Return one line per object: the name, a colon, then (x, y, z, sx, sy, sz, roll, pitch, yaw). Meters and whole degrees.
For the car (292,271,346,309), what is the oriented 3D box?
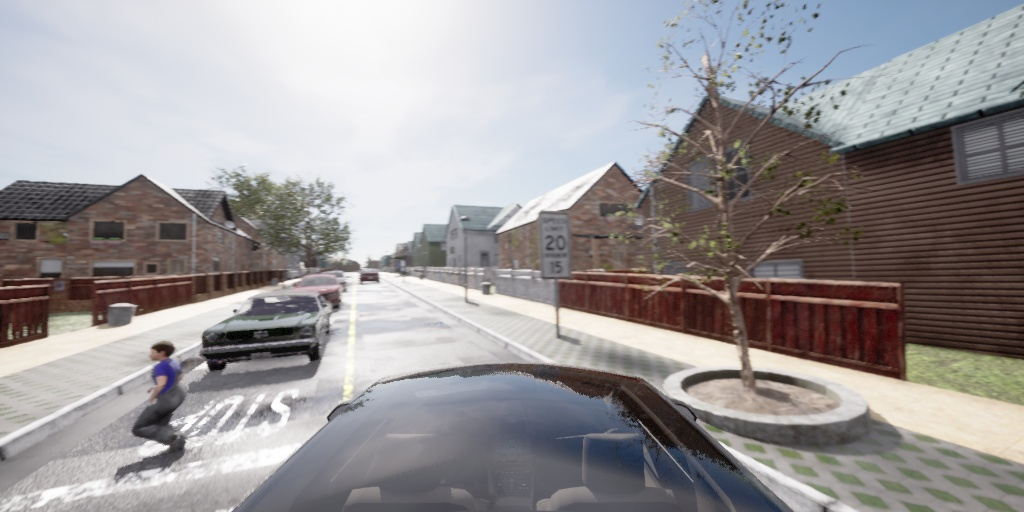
car: (-9.087, 1.617, 16.954, 1.882, 1.535, 5.008, -1, -1, -23)

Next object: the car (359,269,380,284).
car: (-14.893, 2.082, 37.550, 1.882, 1.535, 5.008, -1, -1, -23)

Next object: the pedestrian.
pedestrian: (-3.599, 1.408, 3.744, 0.375, 1.300, 0.375, 3, -5, -23)

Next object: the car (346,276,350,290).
car: (-13.341, 1.887, 26.802, 1.837, 1.490, 4.892, -1, -1, -23)

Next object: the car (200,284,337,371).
car: (-5.415, 1.539, 8.502, 1.895, 1.301, 4.718, -1, -1, -23)
